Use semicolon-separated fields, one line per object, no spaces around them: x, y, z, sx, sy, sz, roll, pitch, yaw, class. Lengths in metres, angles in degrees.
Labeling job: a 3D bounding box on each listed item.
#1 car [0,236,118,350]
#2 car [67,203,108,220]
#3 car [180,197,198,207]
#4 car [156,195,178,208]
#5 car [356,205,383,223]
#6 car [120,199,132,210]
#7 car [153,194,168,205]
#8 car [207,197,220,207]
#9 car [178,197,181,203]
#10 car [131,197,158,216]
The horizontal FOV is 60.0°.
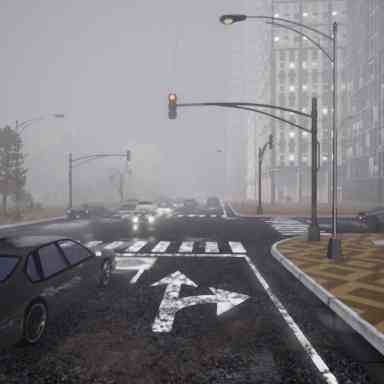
-3.049;1.546;6.262;2.033;1.411;5.357;0;0;5;car
-8.617;1.587;27.774;1.895;1.301;4.718;0;0;4;car
-0.156;1.557;49.302;1.994;1.385;4.181;0;0;5;car
-3.737;1.483;47.774;2.128;1.511;4.902;0;0;5;car
14.408;1.388;22.961;5.357;1.411;2.033;-1;0;5;car
-7.481;1.537;41.865;2.033;1.411;5.357;0;0;5;car
-5.825;1.345;61.772;2.097;1.767;4.553;0;0;5;car
3.330;1.472;52.046;1.882;1.535;5.008;0;0;5;car
-2.299;1.598;64.691;1.895;1.301;4.718;0;0;5;car
-4.481;1.511;32.121;1.812;1.442;4.674;0;0;-4;car
